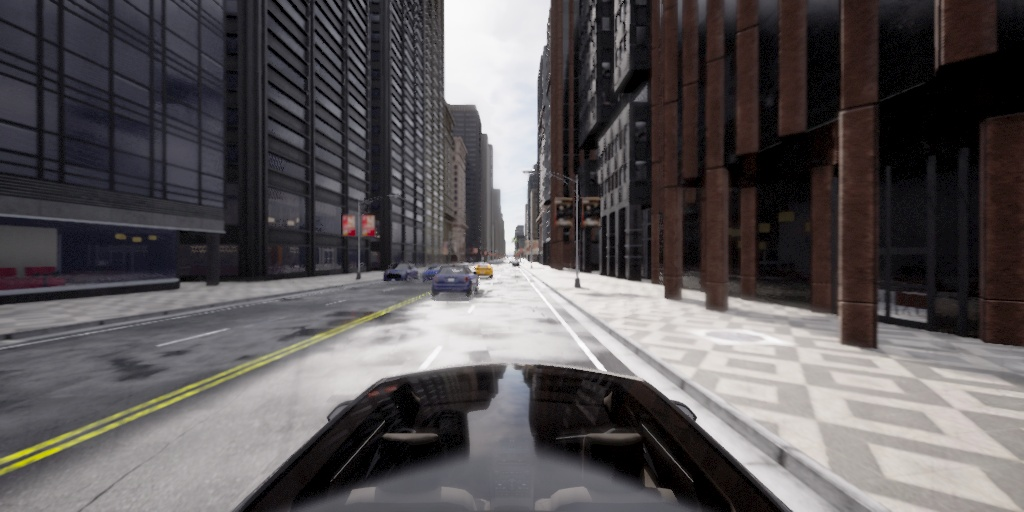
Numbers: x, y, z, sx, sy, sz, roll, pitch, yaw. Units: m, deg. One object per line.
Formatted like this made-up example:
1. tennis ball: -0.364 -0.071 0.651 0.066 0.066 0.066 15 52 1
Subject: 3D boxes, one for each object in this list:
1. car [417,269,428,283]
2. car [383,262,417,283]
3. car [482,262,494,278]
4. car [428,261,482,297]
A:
1. car: -6.598 1.538 31.882 1.882 1.535 5.008 0 -1 0
2. car: -9.847 1.414 32.051 2.097 1.767 4.553 0 -1 0
3. car: -3.152 1.625 40.659 1.882 1.535 5.008 0 -1 0
4. car: -3.152 1.298 20.681 2.097 1.767 4.553 0 -1 0
